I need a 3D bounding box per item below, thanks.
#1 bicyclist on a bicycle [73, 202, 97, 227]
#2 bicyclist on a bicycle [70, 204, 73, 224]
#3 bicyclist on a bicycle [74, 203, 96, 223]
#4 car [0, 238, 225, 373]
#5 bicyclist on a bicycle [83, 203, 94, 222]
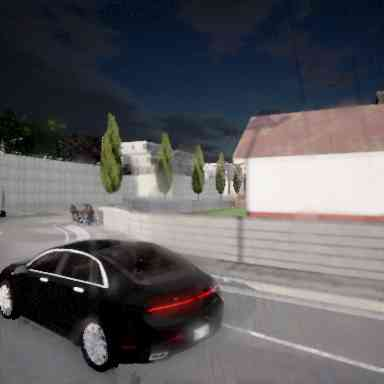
[{"bbox_3d":[-7.349,1.647,23.442,0.582,1.620,1.656,-1,-1,34],"label":"bicyclist on a bicycle"},{"bbox_3d":[-9.427,1.762,26.532,0.582,1.620,1.656,-6,-4,-36],"label":"bicyclist on a bicycle"},{"bbox_3d":[-8.915,1.713,27.720,1.656,1.620,0.582,0,-1,-9],"label":"bicyclist on a bicycle"},{"bbox_3d":[-1.722,1.592,5.863,4.892,1.490,1.837,-1,-1,40],"label":"car"},{"bbox_3d":[-8.933,1.724,28.568,0.582,1.620,1.656,0,-1,-29],"label":"bicyclist on a bicycle"}]
